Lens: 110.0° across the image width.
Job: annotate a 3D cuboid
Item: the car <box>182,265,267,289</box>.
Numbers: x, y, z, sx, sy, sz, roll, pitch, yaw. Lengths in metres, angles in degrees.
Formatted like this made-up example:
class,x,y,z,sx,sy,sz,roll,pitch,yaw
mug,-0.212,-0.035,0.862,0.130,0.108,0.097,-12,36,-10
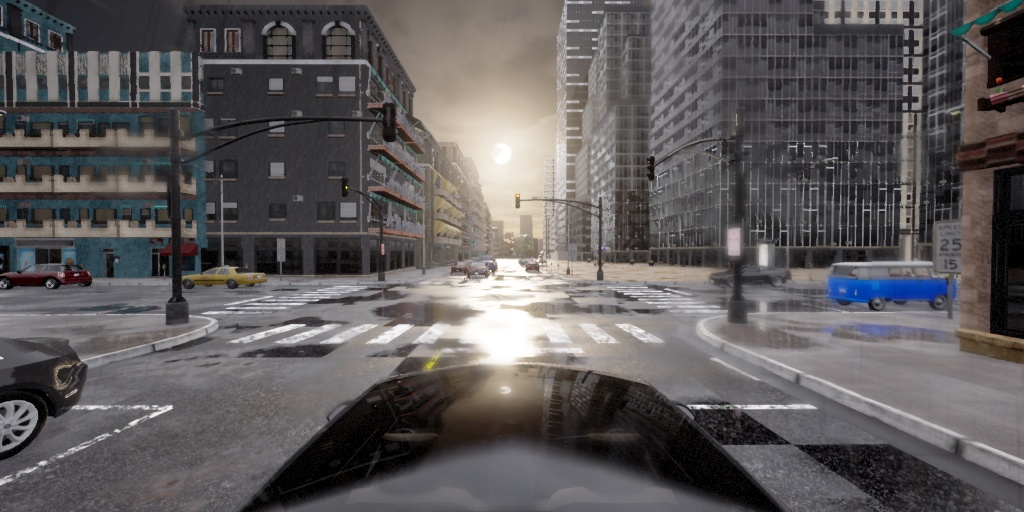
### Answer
class,x,y,z,sx,sy,sz,roll,pitch,yaw
car,-17.920,1.247,22.180,4.829,1.417,1.751,0,0,0

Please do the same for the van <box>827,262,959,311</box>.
class,x,y,z,sx,sy,sz,roll,pitch,yaw
van,14.667,1.116,13.913,3.998,1.789,1.690,0,0,0

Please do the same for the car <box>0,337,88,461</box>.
class,x,y,z,sx,sy,sz,roll,pitch,yaw
car,-5.692,1.300,2.219,2.007,1.370,4.403,0,0,0

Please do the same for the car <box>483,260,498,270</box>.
class,x,y,z,sx,sy,sz,roll,pitch,yaw
car,-3.180,1.309,54.140,1.994,1.385,4.181,0,0,0

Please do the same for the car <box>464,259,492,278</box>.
class,x,y,z,sx,sy,sz,roll,pitch,yaw
car,-3.158,1.270,34.261,1.812,1.442,4.674,0,0,0

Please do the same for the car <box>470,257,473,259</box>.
class,x,y,z,sx,sy,sz,roll,pitch,yaw
car,-5.772,1.184,45.934,1.967,1.591,4.097,0,0,0

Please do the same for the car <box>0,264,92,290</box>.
class,x,y,z,sx,sy,sz,roll,pitch,yaw
car,-28.817,1.190,22.142,4.097,1.591,1.967,0,0,0

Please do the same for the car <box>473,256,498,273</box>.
class,x,y,z,sx,sy,sz,roll,pitch,yaw
car,-3.172,0.966,44.167,2.150,2.045,5.566,0,0,0

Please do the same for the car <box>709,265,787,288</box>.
class,x,y,z,sx,sy,sz,roll,pitch,yaw
car,14.638,1.215,22.293,4.313,1.339,1.948,0,0,0

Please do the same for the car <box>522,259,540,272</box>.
class,x,y,z,sx,sy,sz,roll,pitch,yaw
car,2.576,1.289,46.007,1.888,1.381,4.507,0,0,0

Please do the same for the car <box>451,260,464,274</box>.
class,x,y,z,sx,sy,sz,roll,pitch,yaw
car,-5.761,1.289,40.285,1.888,1.381,4.507,0,0,0
